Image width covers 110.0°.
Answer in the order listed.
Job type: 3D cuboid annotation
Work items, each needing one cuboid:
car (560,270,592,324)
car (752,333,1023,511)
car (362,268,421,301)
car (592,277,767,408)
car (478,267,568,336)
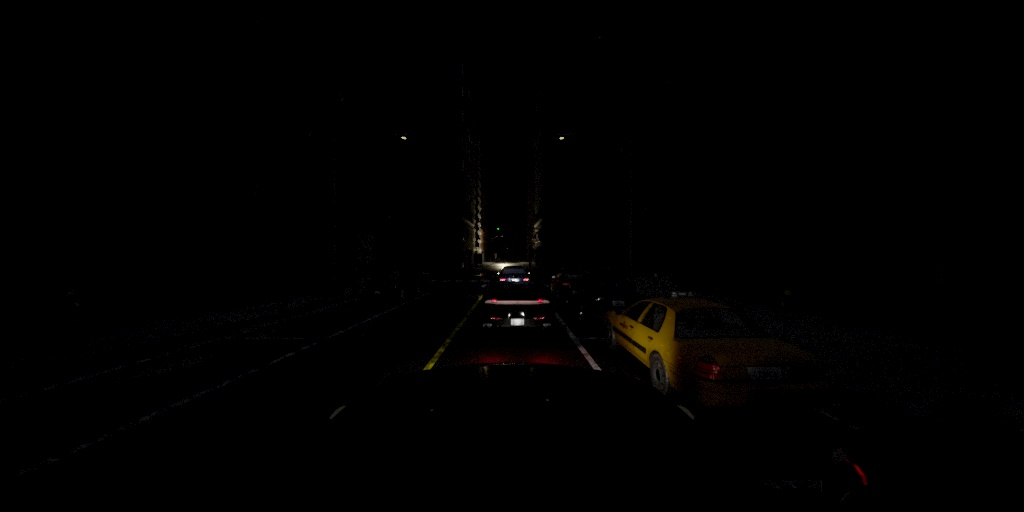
[{"bbox_3d":[2.880,1.312,11.730,1.948,1.339,4.313,0,0,0],"label":"car"},{"bbox_3d":[2.872,1.301,0.558,2.007,1.370,4.403,0,0,0],"label":"car"},{"bbox_3d":[-5.662,1.289,17.318,1.888,1.381,4.507,0,0,0],"label":"car"},{"bbox_3d":[2.876,1.274,6.314,1.751,1.417,4.829,0,0,0],"label":"car"},{"bbox_3d":[0.107,1.239,10.359,2.128,1.511,4.902,0,0,0],"label":"car"}]
